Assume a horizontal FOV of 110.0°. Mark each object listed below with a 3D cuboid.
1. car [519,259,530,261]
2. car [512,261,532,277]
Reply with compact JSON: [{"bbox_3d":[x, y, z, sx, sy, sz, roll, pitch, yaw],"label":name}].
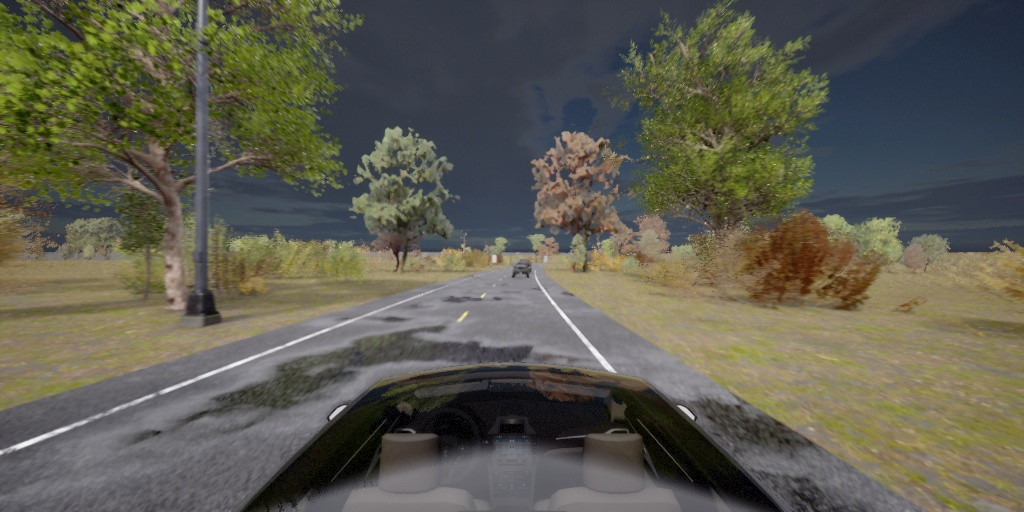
[{"bbox_3d":[2.062,1.534,58.059,2.150,2.045,5.566,0,0,4],"label":"car"},{"bbox_3d":[1.043,1.618,40.562,1.837,1.490,4.892,0,-1,3],"label":"car"}]
